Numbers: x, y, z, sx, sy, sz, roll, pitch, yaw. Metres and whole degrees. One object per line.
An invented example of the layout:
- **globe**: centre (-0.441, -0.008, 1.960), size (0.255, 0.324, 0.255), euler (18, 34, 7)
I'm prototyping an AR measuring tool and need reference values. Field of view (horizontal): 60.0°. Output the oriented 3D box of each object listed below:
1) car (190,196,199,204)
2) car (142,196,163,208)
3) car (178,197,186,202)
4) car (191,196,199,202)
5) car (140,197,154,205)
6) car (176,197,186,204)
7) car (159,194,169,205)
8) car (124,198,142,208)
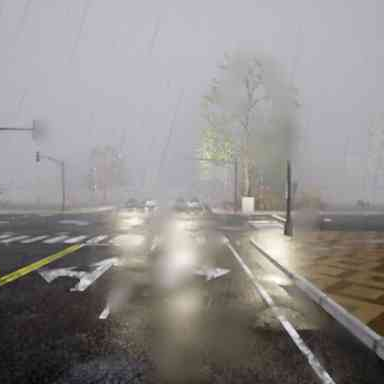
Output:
- **car**: centre (0.596, 1.811, 74.878), size (1.837, 1.490, 4.892), euler (0, 0, 1)
- **car**: centre (-6.337, 1.763, 53.518), size (1.812, 1.442, 4.674), euler (0, 0, 2)
- **car**: centre (-2.473, 1.840, 85.382), size (1.895, 1.301, 4.718), euler (0, 0, 1)
- **car**: centre (0.776, 1.745, 85.296), size (1.837, 1.490, 4.892), euler (0, 0, 1)
- **car**: centre (-9.259, 1.834, 68.971), size (2.033, 1.411, 5.357), euler (0, 0, 1)
- **car**: centre (-2.654, 1.789, 74.935), size (1.882, 1.535, 5.008), euler (0, 0, 1)
- **car**: centre (-6.008, 1.520, 68.958), size (2.150, 2.045, 5.566), euler (0, 0, 1)
- **car**: centre (-9.580, 1.742, 53.670), size (1.837, 1.490, 4.892), euler (0, 0, 1)
